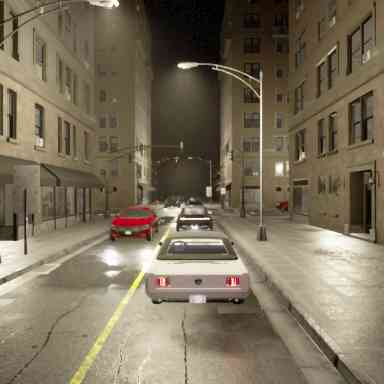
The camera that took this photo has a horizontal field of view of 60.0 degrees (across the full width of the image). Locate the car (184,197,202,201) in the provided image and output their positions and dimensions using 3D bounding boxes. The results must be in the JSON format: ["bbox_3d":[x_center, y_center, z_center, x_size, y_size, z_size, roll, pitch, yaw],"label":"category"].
[{"bbox_3d":[0.385,1.536,47.764,2.128,1.511,4.902,0,0,-3],"label":"car"}]

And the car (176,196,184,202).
[{"bbox_3d":[-2.734,1.616,77.946,1.812,1.442,4.674,0,0,0],"label":"car"}]

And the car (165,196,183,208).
[{"bbox_3d":[-2.834,1.398,48.979,2.097,1.767,4.553,0,0,0],"label":"car"}]

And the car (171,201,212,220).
[{"bbox_3d":[0.109,1.499,18.295,2.128,1.511,4.902,0,0,-1],"label":"car"}]

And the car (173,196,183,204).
[{"bbox_3d":[-2.754,1.583,67.658,1.837,1.490,4.892,0,0,1],"label":"car"}]

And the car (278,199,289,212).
[{"bbox_3d":[12.235,1.528,35.999,4.892,1.490,1.837,-1,0,0],"label":"car"}]

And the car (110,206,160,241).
[{"bbox_3d":[-2.748,1.484,16.797,1.882,1.535,5.008,0,0,0],"label":"car"}]

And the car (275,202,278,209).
[{"bbox_3d":[12.274,1.354,38.536,5.009,1.841,2.192,0,0,0],"label":"car"}]

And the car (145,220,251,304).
[{"bbox_3d":[0.106,1.602,8.074,1.895,1.301,4.718,0,0,0],"label":"car"}]
